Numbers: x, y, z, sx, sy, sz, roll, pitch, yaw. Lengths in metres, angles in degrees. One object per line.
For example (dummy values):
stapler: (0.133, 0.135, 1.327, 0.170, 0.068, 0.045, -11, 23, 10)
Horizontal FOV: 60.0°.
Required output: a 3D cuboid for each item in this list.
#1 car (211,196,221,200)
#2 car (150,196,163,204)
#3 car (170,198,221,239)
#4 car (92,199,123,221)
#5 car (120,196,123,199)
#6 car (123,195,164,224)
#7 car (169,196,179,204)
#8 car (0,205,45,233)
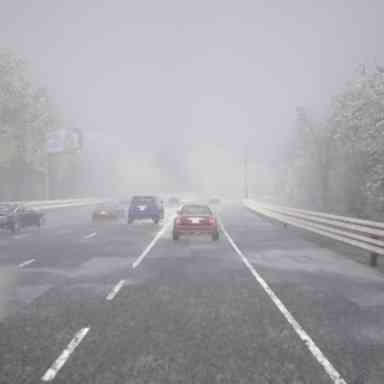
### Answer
car: (4.355, 1.561, 61.890, 1.882, 1.535, 5.008, 0, -1, 10)
car: (-6.909, 1.514, 65.204, 1.882, 1.535, 5.008, 0, 0, 0)
car: (0.218, 1.362, 17.353, 2.097, 1.767, 4.553, 0, 0, 1)
car: (-6.904, 1.580, 27.866, 1.994, 1.385, 4.181, 0, 0, 0)
car: (-10.408, 1.381, 53.141, 2.097, 1.767, 4.553, 0, 0, 0)
car: (-3.401, 1.236, 25.300, 2.150, 2.045, 5.566, 0, 0, 0)
car: (-3.410, 1.514, 65.597, 1.882, 1.535, 5.008, 0, 0, 0)
car: (-10.402, 1.503, 19.573, 2.128, 1.511, 4.902, 0, 0, 0)
